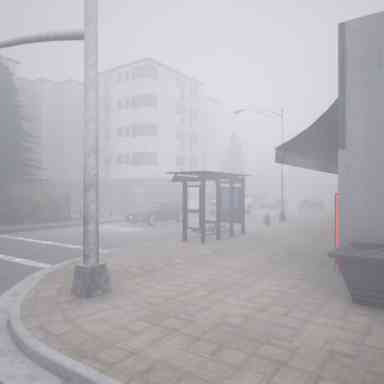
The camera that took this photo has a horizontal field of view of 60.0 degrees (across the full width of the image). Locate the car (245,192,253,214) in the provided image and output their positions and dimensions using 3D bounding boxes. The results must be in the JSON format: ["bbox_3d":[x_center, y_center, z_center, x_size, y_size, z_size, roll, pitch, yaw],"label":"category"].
[{"bbox_3d":[3.578,1.045,30.347,2.150,2.045,5.566,0,0,36],"label":"car"}]

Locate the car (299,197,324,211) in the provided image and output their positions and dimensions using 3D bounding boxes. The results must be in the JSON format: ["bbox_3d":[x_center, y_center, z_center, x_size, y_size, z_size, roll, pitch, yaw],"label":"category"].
[{"bbox_3d":[13.751,1.328,38.192,1.837,1.490,4.892,0,0,36],"label":"car"}]

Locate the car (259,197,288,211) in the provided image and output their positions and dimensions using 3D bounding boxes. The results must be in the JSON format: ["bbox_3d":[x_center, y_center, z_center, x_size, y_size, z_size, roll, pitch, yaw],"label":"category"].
[{"bbox_3d":[9.521,1.301,38.562,1.882,1.535,5.008,0,0,36],"label":"car"}]

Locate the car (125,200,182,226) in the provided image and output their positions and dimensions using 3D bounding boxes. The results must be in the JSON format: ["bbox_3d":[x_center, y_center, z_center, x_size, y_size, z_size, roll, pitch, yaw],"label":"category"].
[{"bbox_3d":[-2.307,1.328,22.164,1.837,1.490,4.892,0,0,36],"label":"car"}]
